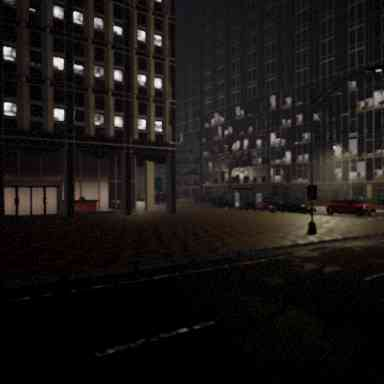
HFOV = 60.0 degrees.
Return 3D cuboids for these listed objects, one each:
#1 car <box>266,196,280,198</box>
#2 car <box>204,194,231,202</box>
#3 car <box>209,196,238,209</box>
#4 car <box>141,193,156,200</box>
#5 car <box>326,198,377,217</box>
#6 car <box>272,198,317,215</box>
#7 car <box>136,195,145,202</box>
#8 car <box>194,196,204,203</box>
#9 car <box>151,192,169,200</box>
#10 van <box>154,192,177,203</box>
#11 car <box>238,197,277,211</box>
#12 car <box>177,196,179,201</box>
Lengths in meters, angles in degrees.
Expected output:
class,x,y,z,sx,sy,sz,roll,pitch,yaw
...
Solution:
class,x,y,z,sx,sy,sz,roll,pitch,yaw
car,10.300,1.379,41.446,2.097,1.767,4.553,-1,1,-34
car,4.459,1.439,50.005,1.837,1.490,4.892,-1,1,-34
car,4.768,1.561,44.866,1.947,1.339,4.313,0,0,-34
car,-10.728,1.002,82.462,1.967,1.590,4.097,0,0,-34
car,15.880,1.467,33.285,2.097,1.767,4.553,-1,1,-34
car,11.123,1.663,35.439,1.947,1.339,4.313,0,0,-34
car,-11.229,1.286,68.351,2.008,1.369,4.403,0,0,-34
car,2.105,1.356,63.698,1.802,1.307,4.206,0,0,-34
car,-7.519,0.930,77.771,2.192,1.841,5.009,0,0,-34
van,-4.810,1.182,58.967,1.690,1.788,3.998,0,0,-34
car,7.928,1.628,40.142,1.802,1.307,4.206,0,0,-34
car,-4.312,1.250,73.082,1.802,1.307,4.206,0,0,-34
